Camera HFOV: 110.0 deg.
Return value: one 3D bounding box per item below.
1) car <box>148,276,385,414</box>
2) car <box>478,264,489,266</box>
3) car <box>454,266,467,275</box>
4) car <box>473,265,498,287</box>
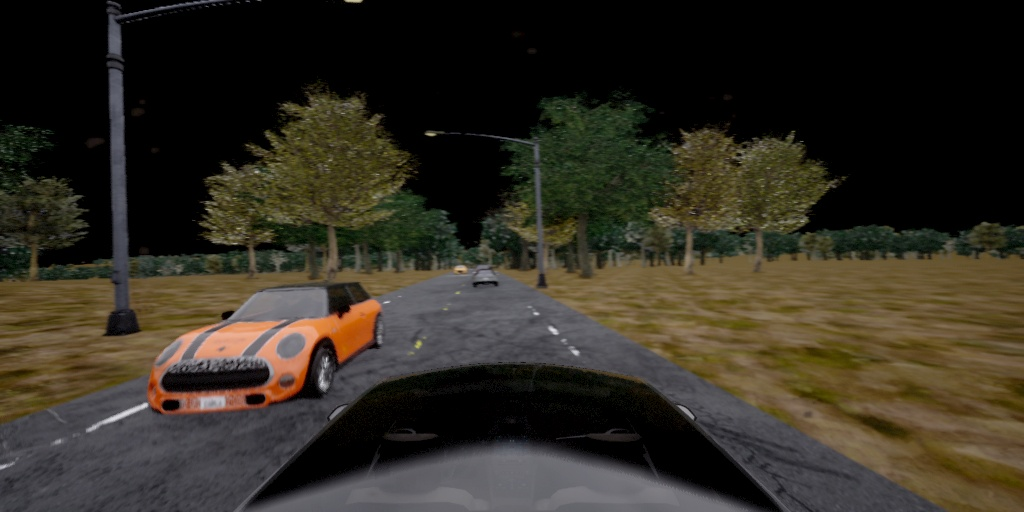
[{"bbox_3d":[-4.023,1.314,6.818,2.097,1.767,4.553,-2,-1,-5],"label":"car"},{"bbox_3d":[-3.284,1.710,41.524,2.097,1.767,4.553,-2,-1,-5],"label":"car"},{"bbox_3d":[-8.692,2.358,60.921,1.882,1.535,5.008,-2,-1,-6],"label":"car"},{"bbox_3d":[-2.149,1.703,28.919,1.994,1.385,4.181,-2,-1,-5],"label":"car"}]
